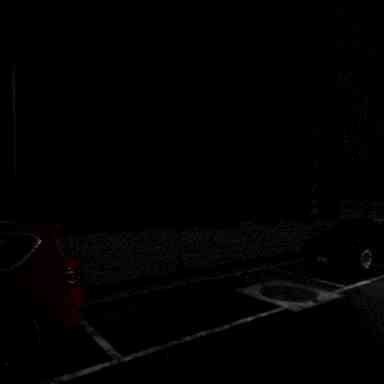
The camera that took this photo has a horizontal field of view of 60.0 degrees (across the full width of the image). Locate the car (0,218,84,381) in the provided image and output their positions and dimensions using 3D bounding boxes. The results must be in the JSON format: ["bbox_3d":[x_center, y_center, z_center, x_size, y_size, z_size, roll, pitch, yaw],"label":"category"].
[{"bbox_3d":[-3.855,1.321,3.910,5.009,1.841,2.192,0,0,-35],"label":"car"}]

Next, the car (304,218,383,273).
[{"bbox_3d":[5.380,1.509,10.492,4.313,1.339,1.947,0,0,-35],"label":"car"}]
